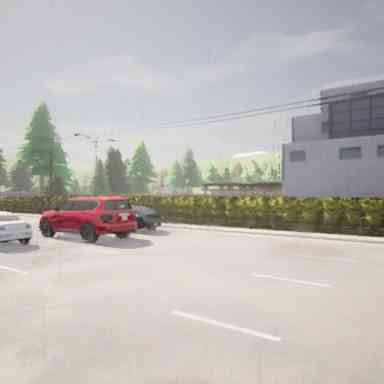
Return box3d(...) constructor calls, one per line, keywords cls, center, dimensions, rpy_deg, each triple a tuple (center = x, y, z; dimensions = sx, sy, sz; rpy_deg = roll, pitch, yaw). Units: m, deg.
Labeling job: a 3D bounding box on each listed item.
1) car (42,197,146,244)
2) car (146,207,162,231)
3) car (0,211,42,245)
box3d(cls="car", center=(-5.156, 1.260, 16.252), dimensions=(5.566, 2.045, 2.150), rpy_deg=(0, 0, 36))
box3d(cls="car", center=(-3.969, 1.547, 19.703), dimensions=(4.892, 1.490, 1.837), rpy_deg=(0, 0, 36))
box3d(cls="car", center=(-8.805, 1.571, 14.549), dimensions=(4.674, 1.442, 1.812), rpy_deg=(0, 0, 35))
